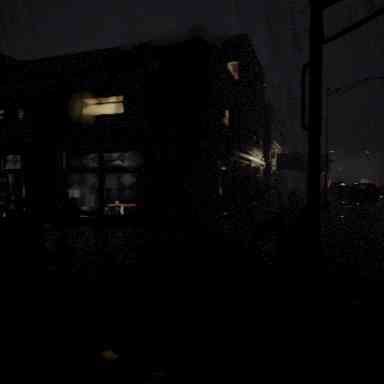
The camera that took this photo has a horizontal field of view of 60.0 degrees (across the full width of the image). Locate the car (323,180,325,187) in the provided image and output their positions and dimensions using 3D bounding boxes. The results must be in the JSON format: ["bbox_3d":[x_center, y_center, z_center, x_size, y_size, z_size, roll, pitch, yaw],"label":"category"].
[{"bbox_3d":[29.997,-1.691,72.605,1.752,1.417,4.829,2,3,20],"label":"car"}]

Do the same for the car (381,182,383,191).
[{"bbox_3d":[32.352,-0.882,54.317,1.887,1.381,4.507,2,3,20],"label":"car"}]

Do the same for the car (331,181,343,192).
[{"bbox_3d":[18.876,-0.305,41.527,1.947,1.339,4.313,2,3,20],"label":"car"}]

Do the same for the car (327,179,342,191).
[{"bbox_3d":[22.605,-1.006,51.928,2.192,1.841,5.009,2,3,20],"label":"car"}]

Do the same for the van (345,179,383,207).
[{"bbox_3d":[13.290,0.147,25.897,1.690,1.788,3.998,2,3,20],"label":"van"}]

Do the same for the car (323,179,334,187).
[{"bbox_3d":[31.920,-2.133,77.962,2.192,1.841,5.009,2,3,20],"label":"car"}]

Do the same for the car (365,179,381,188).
[{"bbox_3d":[37.945,-1.788,69.928,2.192,1.841,5.009,2,3,20],"label":"car"}]

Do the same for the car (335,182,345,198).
[{"bbox_3d":[17.012,-0.064,36.322,1.802,1.307,4.206,2,3,20],"label":"car"}]

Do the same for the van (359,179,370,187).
[{"bbox_3d":[41.671,-2.212,80.342,1.690,1.788,3.998,2,3,20],"label":"van"}]
